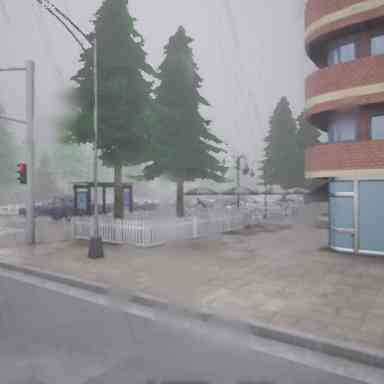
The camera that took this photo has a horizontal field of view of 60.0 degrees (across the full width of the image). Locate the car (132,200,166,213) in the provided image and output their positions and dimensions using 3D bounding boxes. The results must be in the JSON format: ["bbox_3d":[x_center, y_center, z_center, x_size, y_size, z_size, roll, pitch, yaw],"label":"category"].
[{"bbox_3d":[-5.591,1.691,38.773,1.895,1.301,4.718,0,0,37],"label":"car"}]

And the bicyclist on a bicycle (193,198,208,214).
[{"bbox_3d":[0.632,1.327,27.156,1.656,1.620,0.582,-1,0,36],"label":"bicyclist on a bicycle"}]

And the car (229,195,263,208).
[{"bbox_3d":[8.121,1.550,47.458,4.902,1.511,2.128,0,0,-36],"label":"car"}]

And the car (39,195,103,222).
[{"bbox_3d":[-9.265,1.292,27.602,2.150,2.045,5.566,0,0,36],"label":"car"}]

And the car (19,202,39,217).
[{"bbox_3d":[-14.355,1.586,32.805,1.882,1.535,5.008,0,0,36],"label":"car"}]

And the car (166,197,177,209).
[{"bbox_3d":[-2.050,1.456,48.182,4.553,1.767,2.097,0,0,-43],"label":"car"}]

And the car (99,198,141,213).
[{"bbox_3d":[-8.640,1.586,40.477,1.882,1.535,5.008,0,0,38],"label":"car"}]

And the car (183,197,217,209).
[{"bbox_3d":[1.018,1.649,46.335,4.181,1.385,1.994,0,0,-43],"label":"car"}]

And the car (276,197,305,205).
[{"bbox_3d":[14.119,1.519,46.997,4.902,1.511,2.128,0,0,-28],"label":"car"}]

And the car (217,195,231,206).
[{"bbox_3d":[6.240,1.311,54.784,5.566,2.045,2.150,0,0,-31],"label":"car"}]
